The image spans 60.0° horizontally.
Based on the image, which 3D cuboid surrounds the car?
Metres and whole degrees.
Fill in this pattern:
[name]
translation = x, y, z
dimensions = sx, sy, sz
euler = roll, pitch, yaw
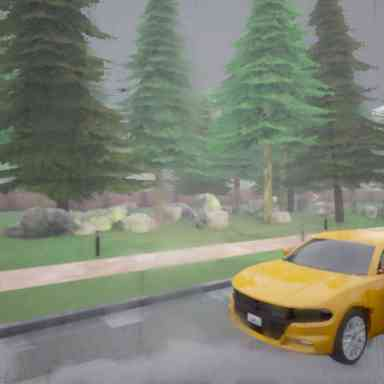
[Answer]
[car]
translation = 2.901, 1.465, 5.975
dimensions = 5.008, 1.535, 1.882
euler = 0, 0, -35
